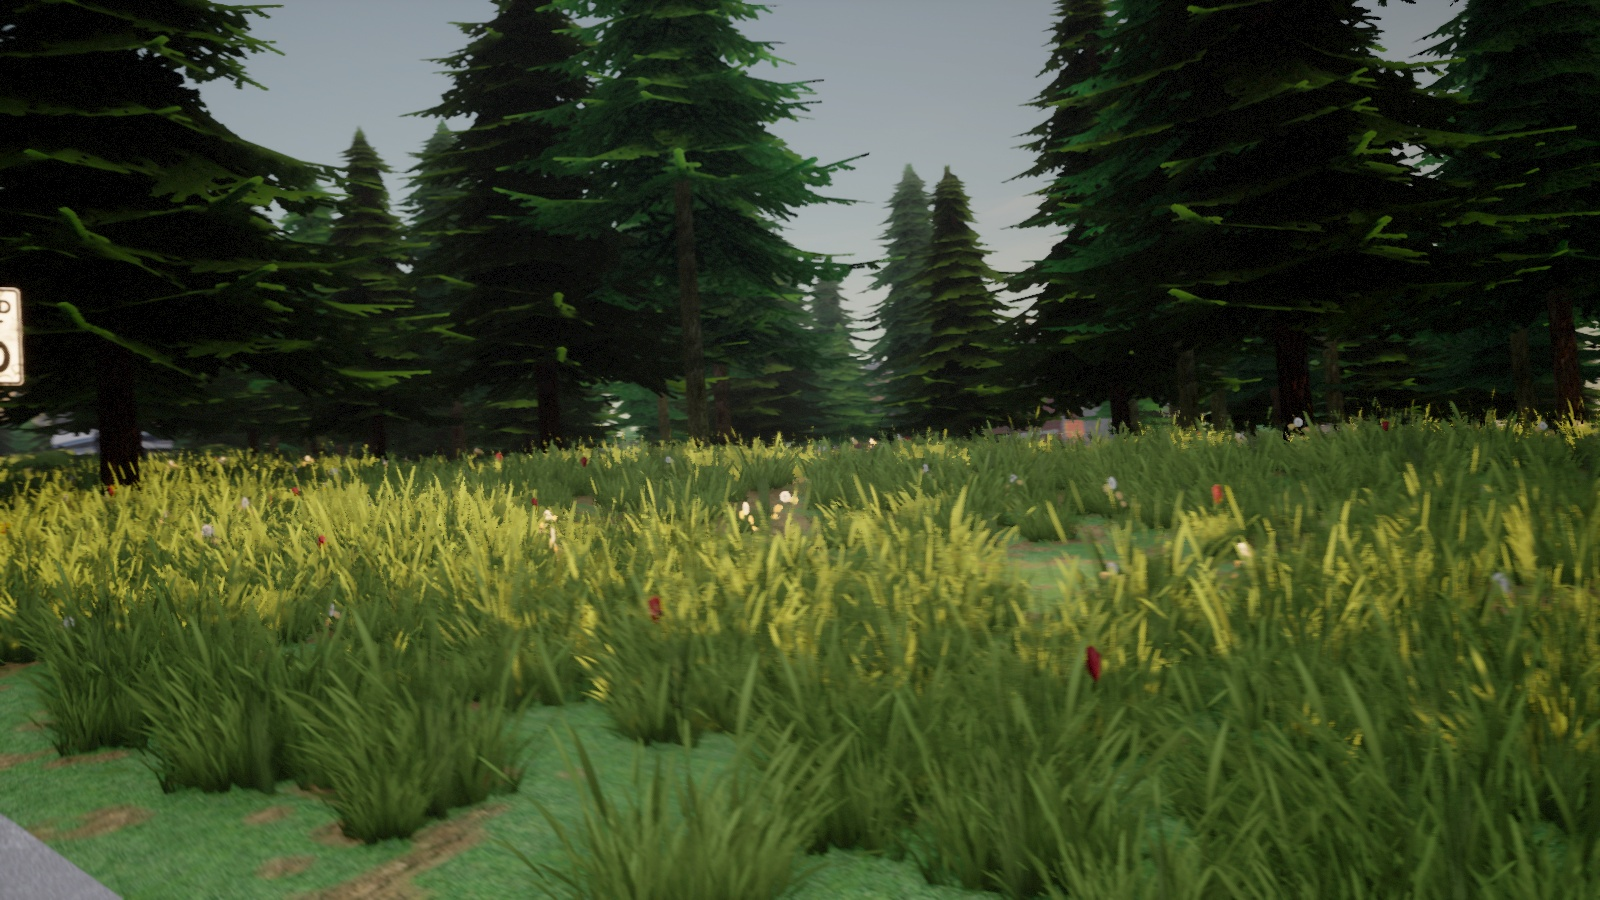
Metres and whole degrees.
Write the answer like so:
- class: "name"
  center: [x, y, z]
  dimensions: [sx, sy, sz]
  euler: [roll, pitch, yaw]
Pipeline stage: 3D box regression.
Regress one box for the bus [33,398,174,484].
- class: "bus"
  center: [-44.093, -0.457, 79.319]
  dimensions: [10.273, 4.253, 3.944]
  euler: [-7, -4, 38]
